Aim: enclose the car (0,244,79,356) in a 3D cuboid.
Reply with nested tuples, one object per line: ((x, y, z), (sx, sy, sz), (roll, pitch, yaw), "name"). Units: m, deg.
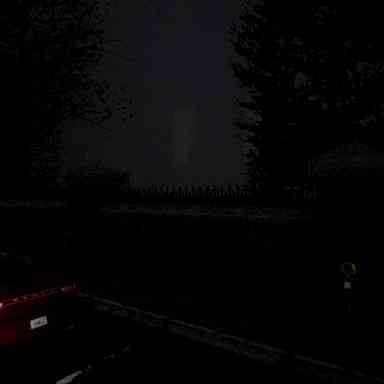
((-3.786, 1.544, 5.588), (4.507, 1.381, 1.887), (0, 0, 36), "car")
